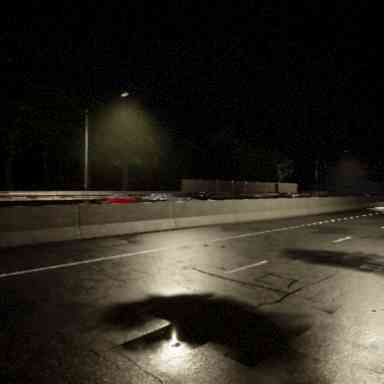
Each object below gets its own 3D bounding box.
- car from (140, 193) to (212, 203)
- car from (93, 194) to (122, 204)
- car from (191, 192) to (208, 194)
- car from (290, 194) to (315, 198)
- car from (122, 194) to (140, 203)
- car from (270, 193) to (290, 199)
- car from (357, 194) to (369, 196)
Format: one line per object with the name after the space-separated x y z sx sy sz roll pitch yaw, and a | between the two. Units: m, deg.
-0.861 1.045 24.610 2.033 1.411 5.357 2 2 44 | car
-6.458 0.873 28.874 1.994 1.385 4.181 2 2 44 | car
0.494 0.716 41.231 1.837 1.490 4.892 2 1 44 | car
16.346 1.005 47.611 1.895 1.301 4.718 2 2 44 | car
-2.900 0.894 27.535 2.128 1.511 4.902 2 2 44 | car
13.813 0.855 50.024 2.033 1.411 5.357 2 2 44 | car
28.086 1.057 54.784 2.033 1.411 5.357 2 1 45 | car
